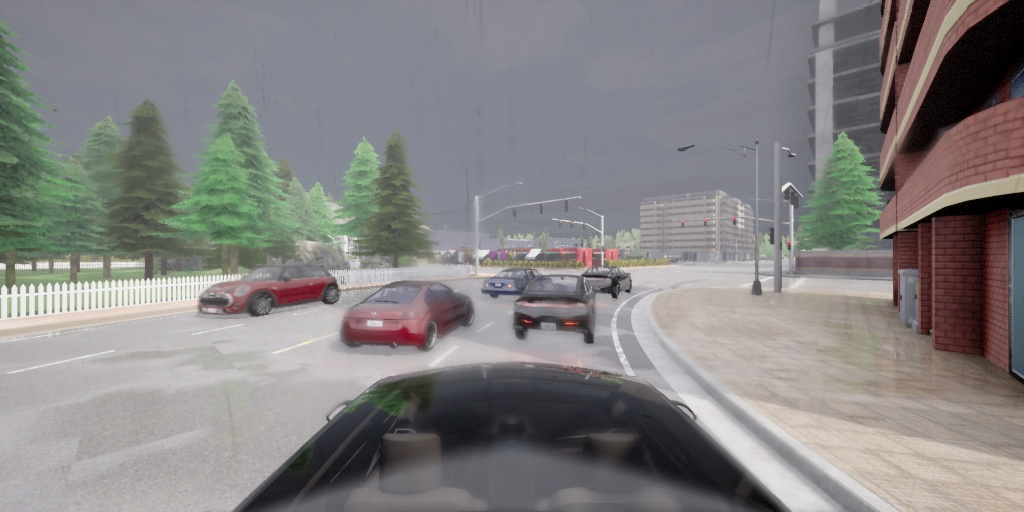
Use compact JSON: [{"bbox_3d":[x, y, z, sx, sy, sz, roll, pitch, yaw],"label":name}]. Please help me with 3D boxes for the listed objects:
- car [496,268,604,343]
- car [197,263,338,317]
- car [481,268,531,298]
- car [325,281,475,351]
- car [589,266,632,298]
[{"bbox_3d":[1.344,1.242,9.777,2.128,1.511,4.902,0,0,14],"label":"car"},{"bbox_3d":[-8.731,1.101,13.331,2.097,1.767,4.553,0,0,16],"label":"car"},{"bbox_3d":[0.463,1.297,17.823,2.033,1.411,5.357,0,0,25],"label":"car"},{"bbox_3d":[-2.365,1.314,9.105,1.994,1.385,4.181,0,0,10],"label":"car"},{"bbox_3d":[4.836,1.236,18.338,2.128,1.511,4.902,1,1,29],"label":"car"}]
